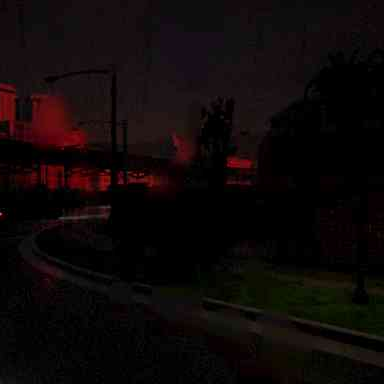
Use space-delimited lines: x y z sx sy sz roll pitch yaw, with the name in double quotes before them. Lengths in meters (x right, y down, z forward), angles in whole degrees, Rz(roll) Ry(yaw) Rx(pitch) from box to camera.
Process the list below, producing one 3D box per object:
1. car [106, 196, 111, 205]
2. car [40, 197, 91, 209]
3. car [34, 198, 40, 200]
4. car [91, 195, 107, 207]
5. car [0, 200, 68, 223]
"car" -9.036 1.291 47.337 2.033 1.411 5.357 0 1 37
"car" -14.903 1.364 39.560 1.837 1.490 4.892 0 1 37
"car" -18.471 1.403 40.645 1.812 1.442 4.674 0 1 37
"car" -12.956 1.260 47.952 2.128 1.511 4.902 0 1 37
"car" -12.303 1.549 25.238 1.895 1.301 4.718 0 0 37
